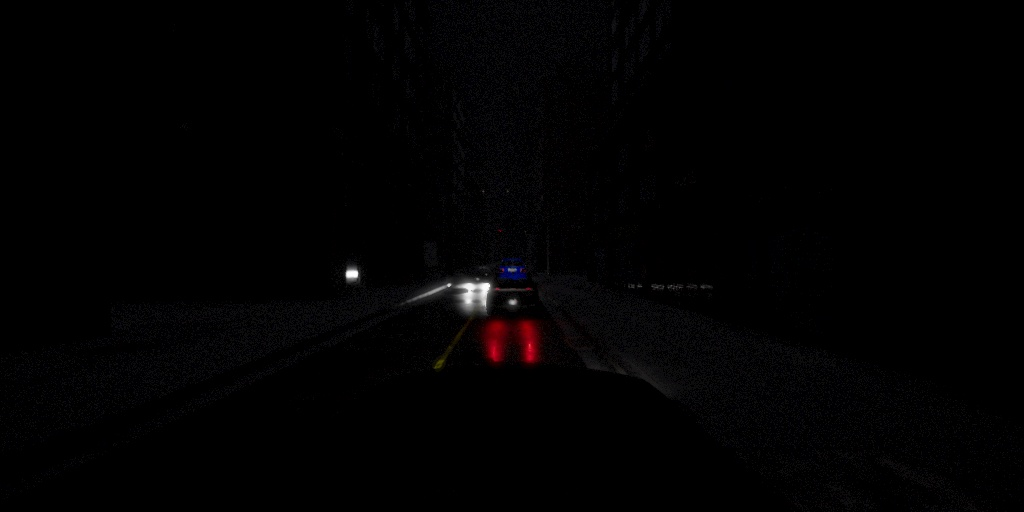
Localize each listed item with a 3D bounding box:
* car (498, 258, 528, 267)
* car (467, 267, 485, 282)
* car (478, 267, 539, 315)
[{"bbox_3d":[0.039,1.201,28.195,2.150,2.045,5.566,0,0,1],"label":"car"},{"bbox_3d":[-2.784,1.610,31.705,1.895,1.301,4.718,0,-1,1],"label":"car"},{"bbox_3d":[0.050,1.350,14.271,2.128,1.511,4.902,0,0,0],"label":"car"}]
